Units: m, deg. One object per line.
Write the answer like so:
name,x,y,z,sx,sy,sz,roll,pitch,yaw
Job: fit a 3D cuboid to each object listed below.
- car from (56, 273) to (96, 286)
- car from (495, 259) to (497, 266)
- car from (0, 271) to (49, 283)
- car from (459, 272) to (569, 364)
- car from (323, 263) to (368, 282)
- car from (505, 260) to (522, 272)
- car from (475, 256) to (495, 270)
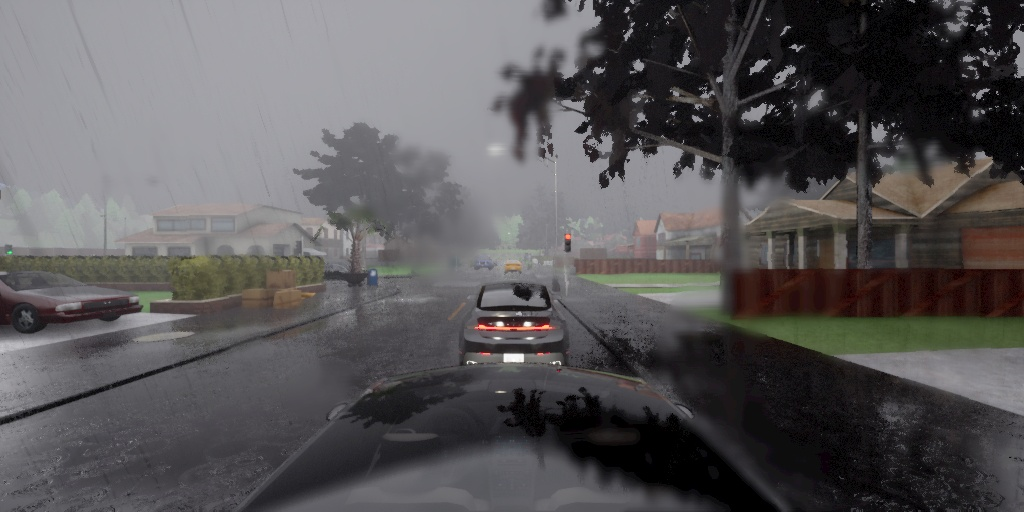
car,-30.225,1.100,26.732,4.553,1.767,2.097,0,0,0
car,-4.024,1.237,62.308,2.128,1.511,4.902,0,0,0
car,-43.850,1.240,30.851,4.902,1.511,2.128,0,0,0
car,0.047,1.254,7.654,1.837,1.490,4.892,0,0,1
car,-12.956,1.240,26.728,4.902,1.511,2.128,0,0,-1
car,0.138,1.225,43.904,1.882,1.535,5.008,0,0,0
car,-4.059,0.968,52.258,2.150,2.045,5.566,0,0,0
